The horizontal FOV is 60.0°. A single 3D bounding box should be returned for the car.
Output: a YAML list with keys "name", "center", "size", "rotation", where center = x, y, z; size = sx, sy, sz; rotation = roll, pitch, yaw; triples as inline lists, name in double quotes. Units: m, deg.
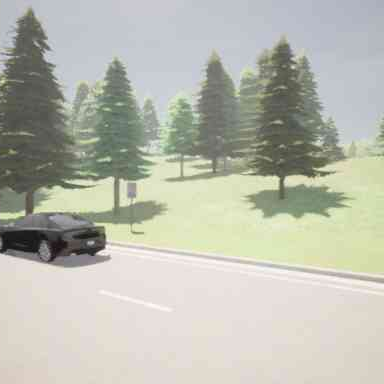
- name: "car"
  center: [-5.230, 1.471, 12.022]
  size: [5.008, 1.535, 1.882]
  rotation: [0, 0, 35]
